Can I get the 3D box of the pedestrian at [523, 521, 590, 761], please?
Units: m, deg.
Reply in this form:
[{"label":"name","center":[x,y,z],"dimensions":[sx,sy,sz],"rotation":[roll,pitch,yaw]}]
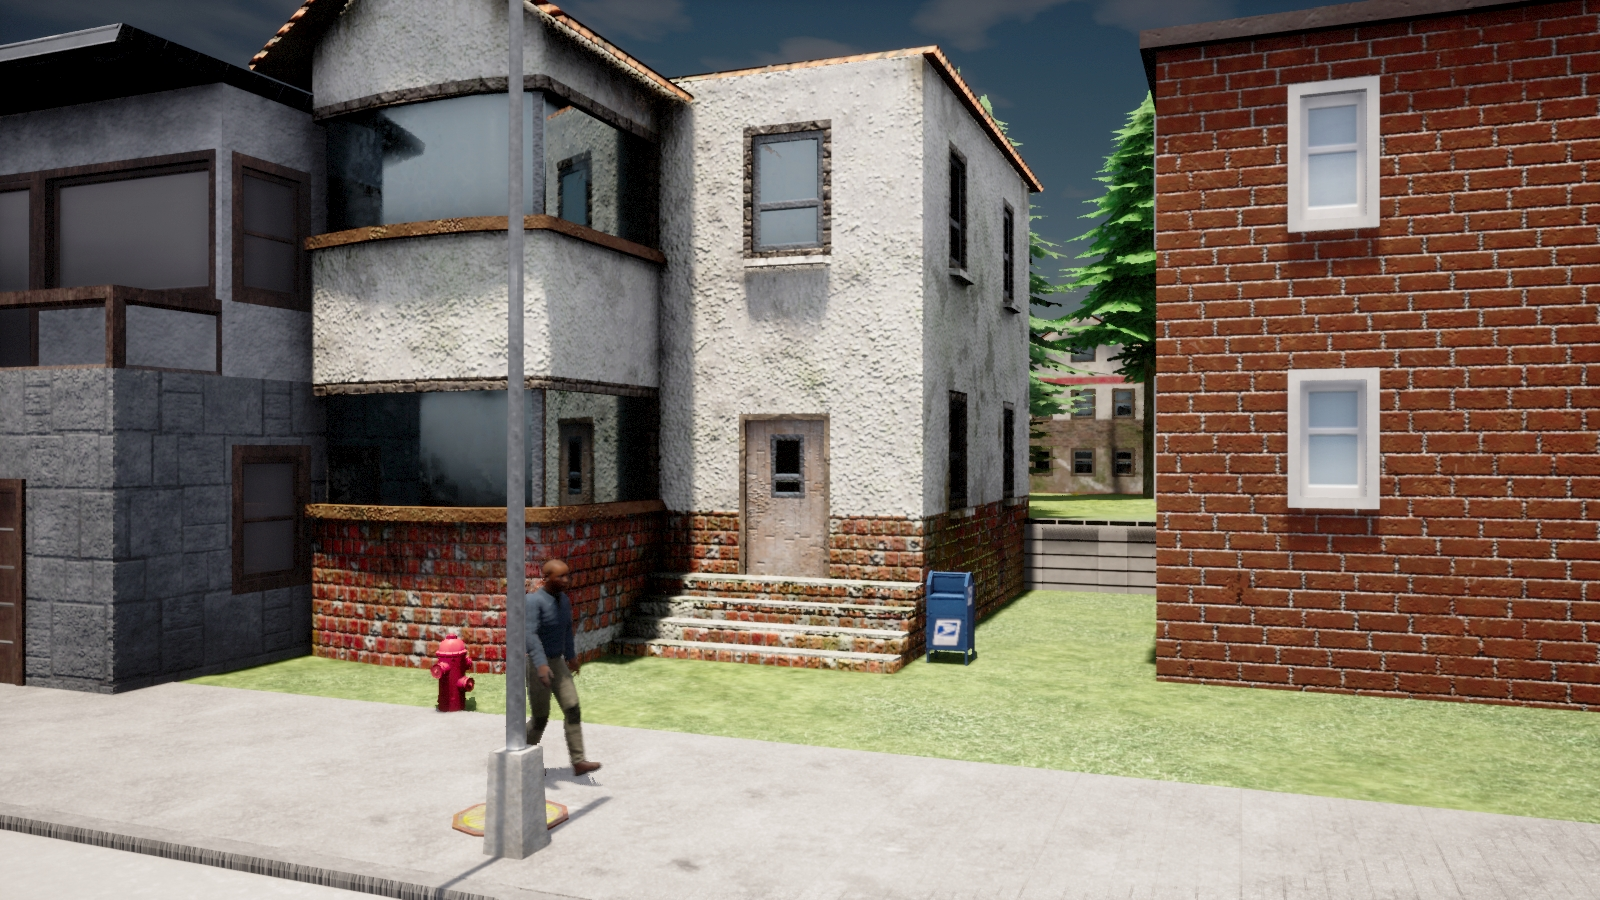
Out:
[{"label":"pedestrian","center":[-1.978,1.524,9.278],"dimensions":[0.375,1.860,0.375],"rotation":[0,0,32]}]
